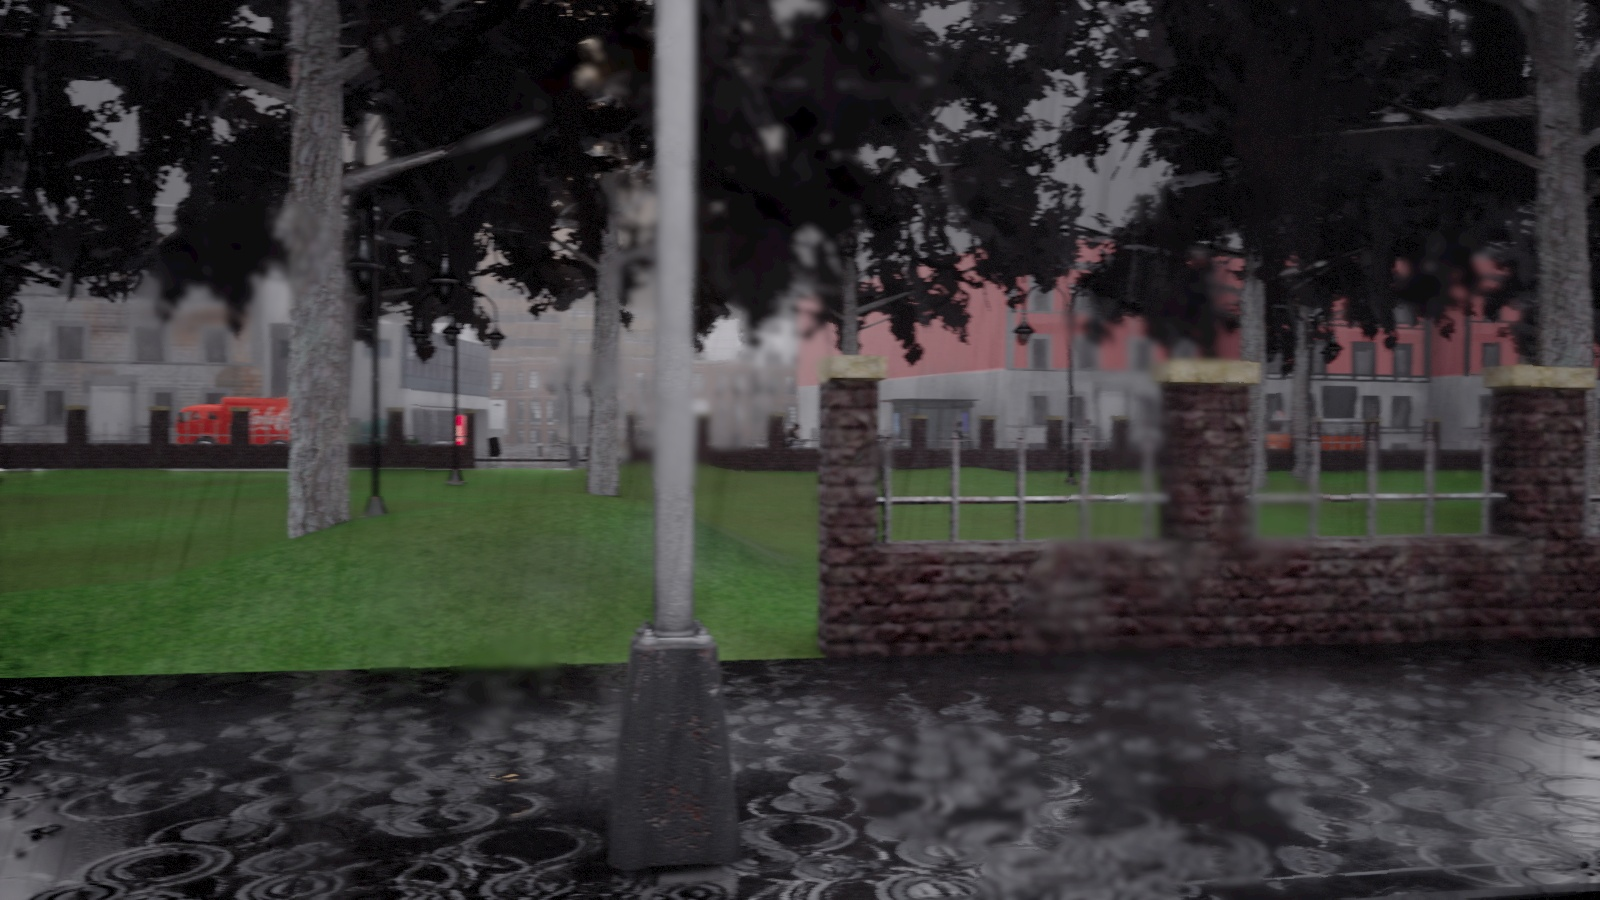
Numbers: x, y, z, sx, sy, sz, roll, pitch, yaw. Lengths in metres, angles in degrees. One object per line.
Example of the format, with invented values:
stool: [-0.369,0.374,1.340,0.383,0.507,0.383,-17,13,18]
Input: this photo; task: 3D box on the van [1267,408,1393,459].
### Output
van: [21.479,-0.690,50.959,4.442,1.987,1.775,-1,1,-9]

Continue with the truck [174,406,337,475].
truck: [-20.594,-0.382,47.762,5.204,2.467,2.627,-1,1,-10]
